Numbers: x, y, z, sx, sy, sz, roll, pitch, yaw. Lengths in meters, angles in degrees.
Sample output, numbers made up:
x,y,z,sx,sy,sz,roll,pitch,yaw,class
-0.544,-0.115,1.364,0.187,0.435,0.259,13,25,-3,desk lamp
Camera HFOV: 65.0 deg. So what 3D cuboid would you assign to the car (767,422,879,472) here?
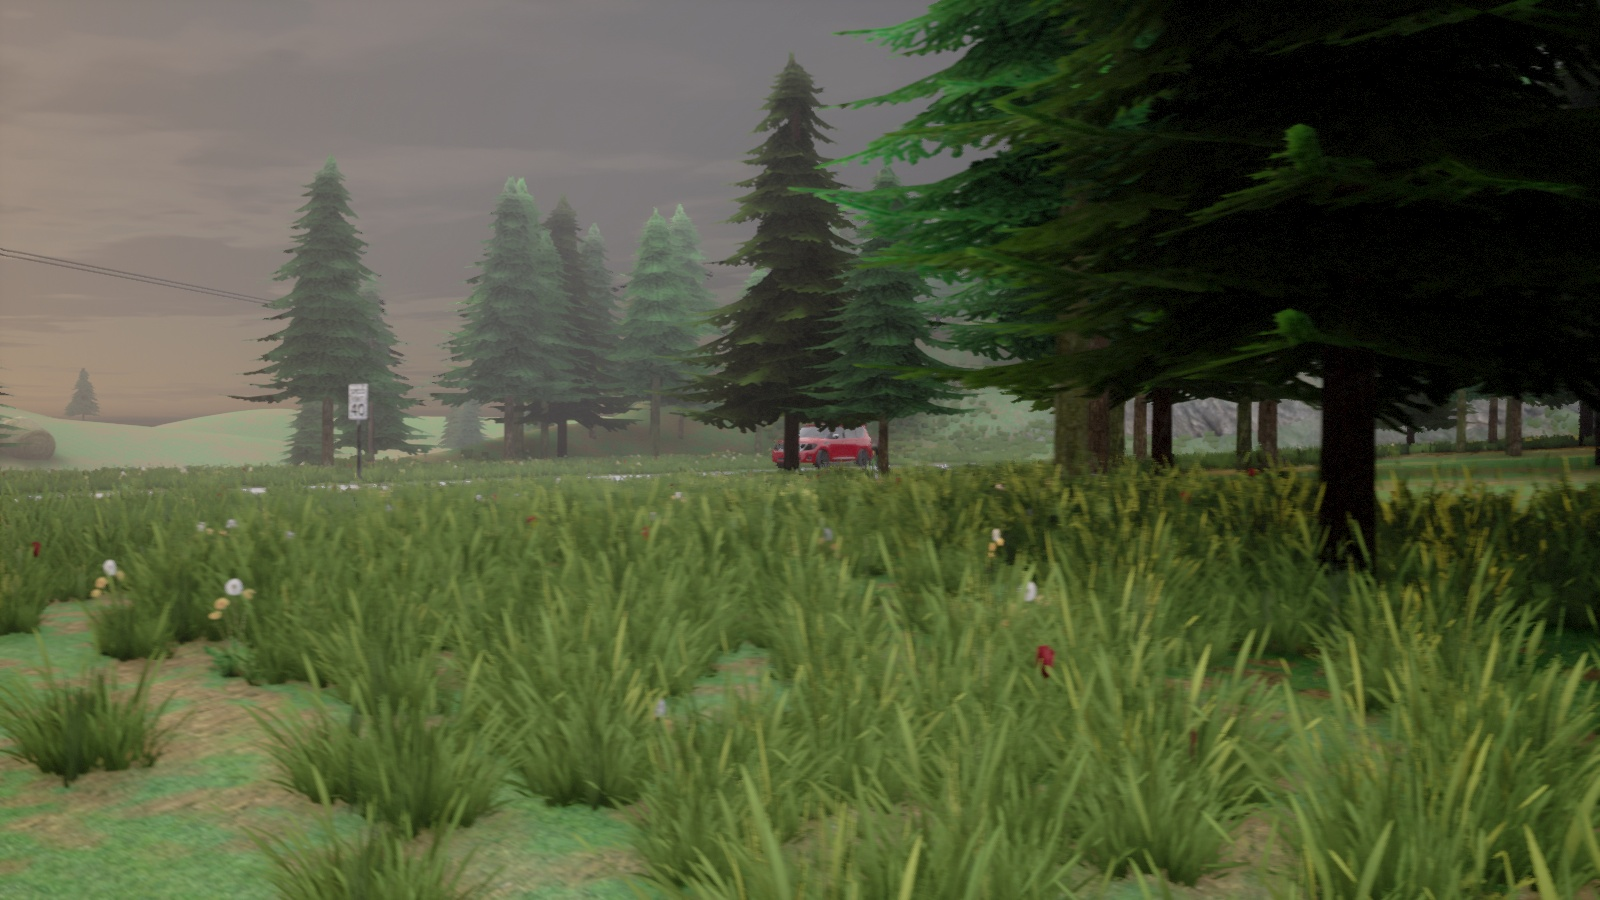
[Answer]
x,y,z,sx,sy,sz,roll,pitch,yaw,class
1.070,-0.158,54.070,2.150,2.045,5.566,0,1,34,car
